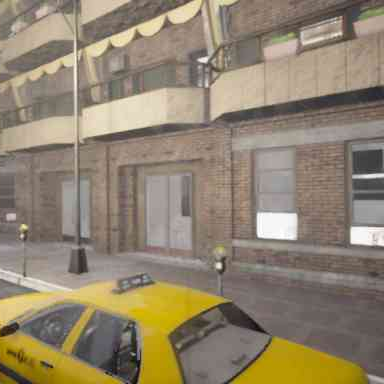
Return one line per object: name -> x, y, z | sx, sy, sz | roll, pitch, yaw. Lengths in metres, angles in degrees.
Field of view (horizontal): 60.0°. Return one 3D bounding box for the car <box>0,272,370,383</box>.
car -> -0.808, 1.520, 3.469 | 4.829, 1.417, 1.752 | 0, -1, 36
